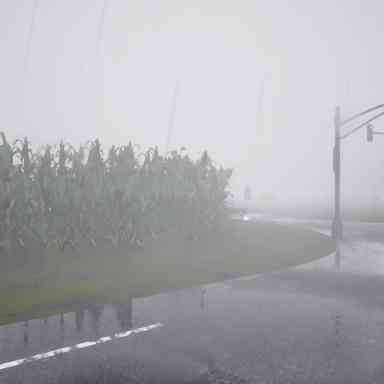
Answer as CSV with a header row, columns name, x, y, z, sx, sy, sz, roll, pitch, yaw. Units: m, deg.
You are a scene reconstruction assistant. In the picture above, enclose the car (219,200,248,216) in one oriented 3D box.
name,x,y,z,sx,sy,sz,roll,pitch,yaw
car,3.142,1.501,31.939,2.033,1.411,5.357,1,0,-26
